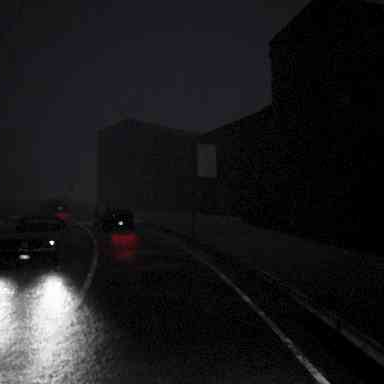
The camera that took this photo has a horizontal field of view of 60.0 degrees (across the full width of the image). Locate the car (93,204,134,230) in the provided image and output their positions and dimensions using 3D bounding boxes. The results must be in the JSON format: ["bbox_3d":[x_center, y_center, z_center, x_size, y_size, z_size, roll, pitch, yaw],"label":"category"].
[{"bbox_3d":[-5.049,1.510,21.144,1.837,1.490,4.892,2,-1,-24],"label":"car"}]

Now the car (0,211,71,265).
[{"bbox_3d":[-5.435,1.568,11.789,1.895,1.301,4.718,1,0,-16],"label":"car"}]

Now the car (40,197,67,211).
[{"bbox_3d":[-15.224,1.353,36.583,1.837,1.490,4.892,3,-1,-38],"label":"car"}]
